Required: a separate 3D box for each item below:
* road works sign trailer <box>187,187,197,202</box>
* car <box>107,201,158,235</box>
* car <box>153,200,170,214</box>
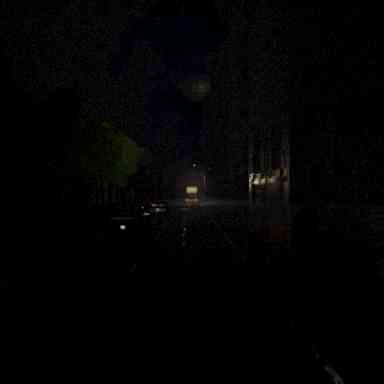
[{"bbox_3d":[-0.035,0.580,76.703,2.380,3.560,2.880,0,0,0],"label":"road works sign trailer"},{"bbox_3d":[-3.408,1.519,18.814,2.128,1.511,4.902,0,0,0],"label":"car"},{"bbox_3d":[-3.414,1.543,35.477,2.128,1.511,4.902,0,0,0],"label":"car"}]
